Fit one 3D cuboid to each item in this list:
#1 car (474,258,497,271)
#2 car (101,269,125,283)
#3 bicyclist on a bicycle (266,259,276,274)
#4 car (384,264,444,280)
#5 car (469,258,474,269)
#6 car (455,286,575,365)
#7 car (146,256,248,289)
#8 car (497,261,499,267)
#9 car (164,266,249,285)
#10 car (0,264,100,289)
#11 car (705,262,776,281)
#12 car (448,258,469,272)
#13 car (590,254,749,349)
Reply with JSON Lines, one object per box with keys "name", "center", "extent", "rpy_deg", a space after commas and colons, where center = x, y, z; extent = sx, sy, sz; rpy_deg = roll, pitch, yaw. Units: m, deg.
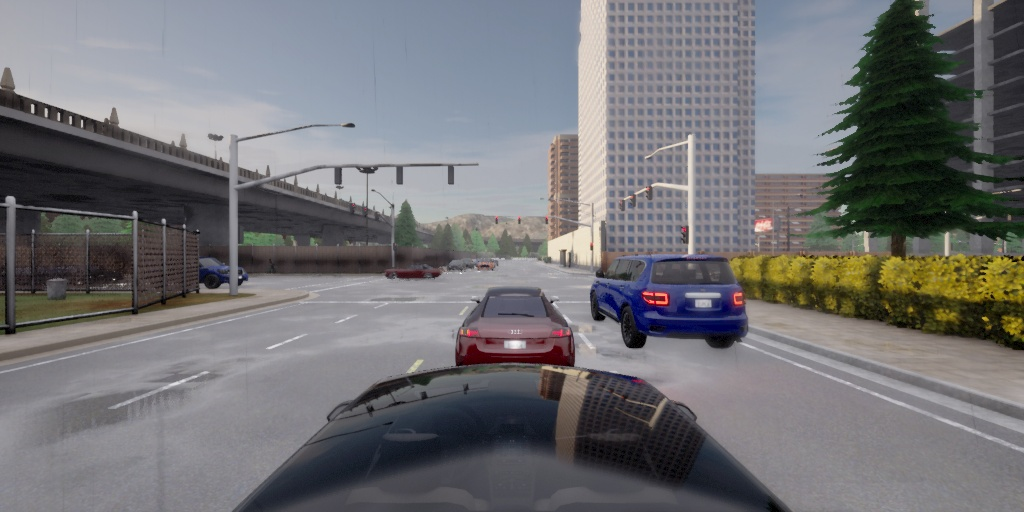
{"name": "car", "center": [-3.597, 1.101, 49.816], "extent": [2.097, 1.767, 4.553], "rpy_deg": [0, 0, 0]}
{"name": "car", "center": [-32.204, 1.353, 26.635], "extent": [5.357, 1.411, 2.033], "rpy_deg": [0, 0, 0]}
{"name": "bicyclist on a bicycle", "center": [-25.305, 1.106, 37.634], "extent": [0.582, 1.620, 1.656], "rpy_deg": [0, 0, 0]}
{"name": "car", "center": [-8.250, 1.373, 30.390], "extent": [4.718, 1.301, 1.895], "rpy_deg": [0, 0, 0]}
{"name": "car", "center": [-7.101, 1.101, 55.557], "extent": [2.097, 1.767, 4.553], "rpy_deg": [0, 0, 0]}
{"name": "car", "center": [0.062, 1.314, 7.447], "extent": [1.994, 1.385, 4.181], "rpy_deg": [0, 0, 0]}
{"name": "car", "center": [-20.327, 1.027, 23.163], "extent": [5.566, 2.045, 2.150], "rpy_deg": [0, 0, 0]}
{"name": "car", "center": [-3.595, 1.241, 58.888], "extent": [2.128, 1.511, 4.902], "rpy_deg": [0, 0, 0]}
{"name": "car", "center": [-22.582, 1.406, 26.658], "extent": [4.718, 1.301, 1.895], "rpy_deg": [0, 0, 0]}
{"name": "car", "center": [-30.548, 1.353, 23.139], "extent": [5.357, 1.411, 2.033], "rpy_deg": [0, 0, 0]}
{"name": "car", "center": [19.301, 1.310, 30.455], "extent": [4.892, 1.490, 1.837], "rpy_deg": [0, 0, 0]}
{"name": "car", "center": [-7.103, 1.254, 46.673], "extent": [1.837, 1.490, 4.892], "rpy_deg": [0, 0, 0]}
{"name": "car", "center": [3.567, 0.971, 9.313], "extent": [2.150, 2.045, 5.566], "rpy_deg": [0, 0, 1]}
